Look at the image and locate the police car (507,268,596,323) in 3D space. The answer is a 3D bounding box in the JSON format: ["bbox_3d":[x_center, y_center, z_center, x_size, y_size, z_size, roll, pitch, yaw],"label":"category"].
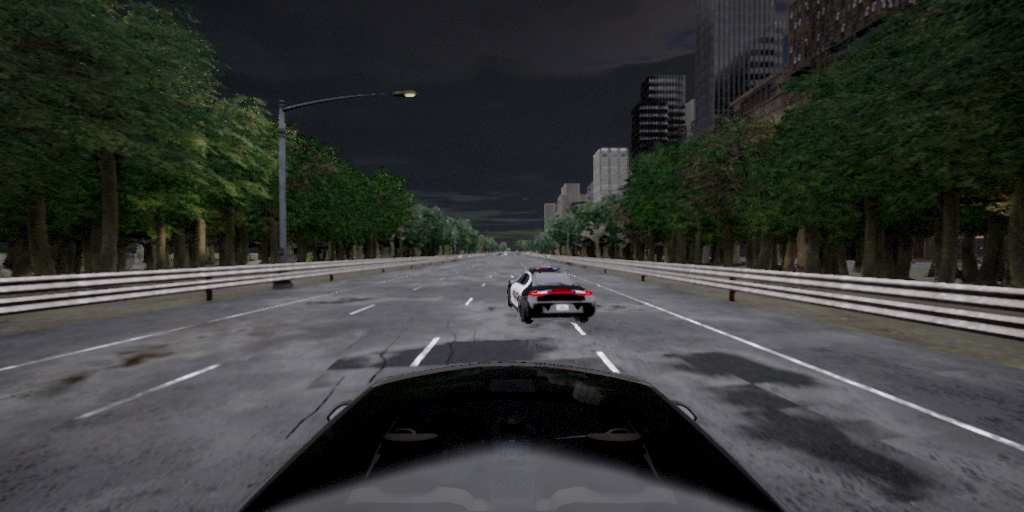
[{"bbox_3d":[1.002,1.162,11.833,2.038,1.542,4.974,0,0,-8],"label":"police car"}]
